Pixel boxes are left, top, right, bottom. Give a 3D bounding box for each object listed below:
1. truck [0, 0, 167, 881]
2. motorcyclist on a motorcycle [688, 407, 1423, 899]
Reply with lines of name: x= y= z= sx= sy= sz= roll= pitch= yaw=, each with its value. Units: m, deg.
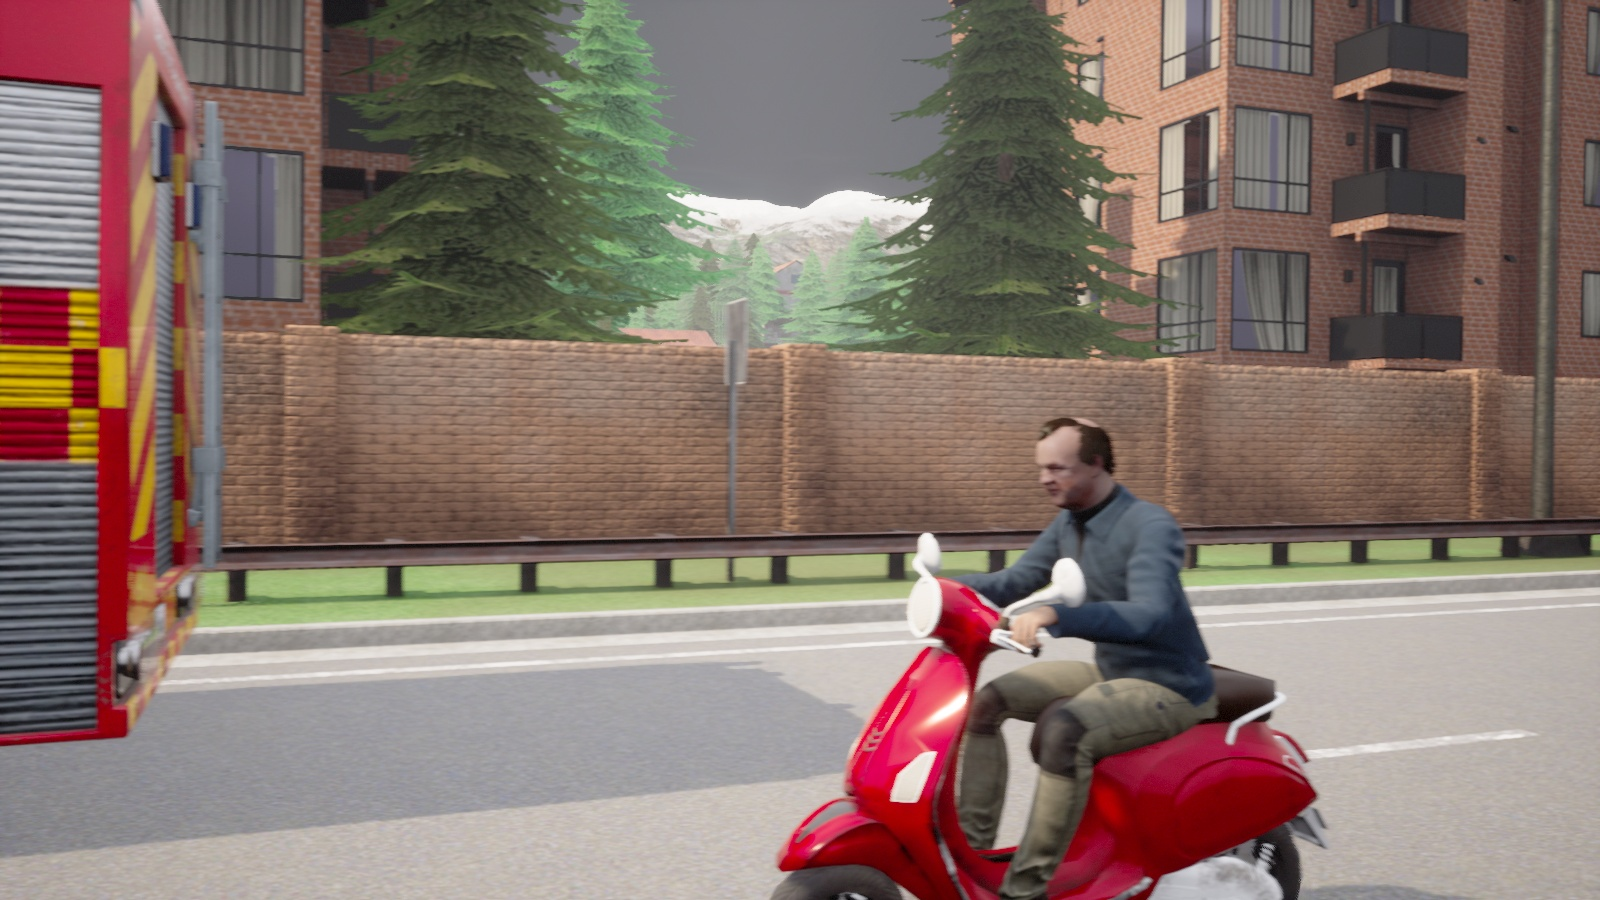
truck: x=-7.075 y=-0.362 z=4.282 sx=8.468 sy=3.827 sz=2.891 roll=-1 pitch=1 yaw=-21
motorcyclist on a motorcycle: x=0.692 y=0.688 z=3.501 sx=1.817 sy=1.590 sz=0.866 roll=-1 pitch=1 yaw=-21
